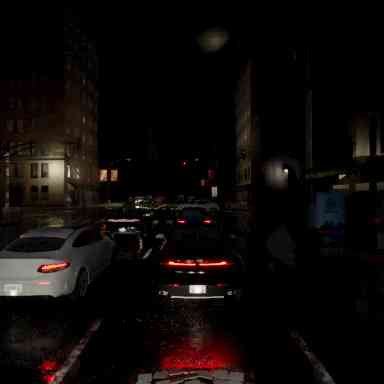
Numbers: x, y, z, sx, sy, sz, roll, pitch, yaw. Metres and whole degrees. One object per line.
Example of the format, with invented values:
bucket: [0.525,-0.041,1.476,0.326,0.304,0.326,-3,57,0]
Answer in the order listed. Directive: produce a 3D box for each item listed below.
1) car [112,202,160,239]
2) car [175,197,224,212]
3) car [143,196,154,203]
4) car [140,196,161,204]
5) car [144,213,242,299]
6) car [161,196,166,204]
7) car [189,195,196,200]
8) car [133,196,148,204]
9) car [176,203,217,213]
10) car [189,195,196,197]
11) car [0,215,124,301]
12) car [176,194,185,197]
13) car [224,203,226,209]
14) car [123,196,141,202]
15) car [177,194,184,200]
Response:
car: [-3.134,1.499,17.446,2.128,1.511,4.902,0,0,0]
car: [0.640,1.554,35.080,4.674,1.442,1.812,1,-1,-24]
car: [-9.674,1.546,73.722,1.812,1.442,4.674,0,0,0]
car: [-6.535,1.526,52.922,1.837,1.490,4.892,0,0,0]
car: [0.101,1.508,8.431,1.837,1.490,4.892,0,0,0]
car: [-6.498,1.547,61.946,1.812,1.442,4.674,0,0,1]
car: [0.098,1.606,93.652,1.895,1.301,4.718,0,0,0]
car: [-9.732,1.513,63.508,2.128,1.511,4.902,0,0,1]
car: [0.100,1.533,17.548,1.812,1.442,4.674,0,0,0]
car: [0.088,1.543,71.838,2.128,1.511,4.902,0,0,0]
car: [-3.148,1.529,8.180,1.812,1.442,4.674,0,0,0]
car: [-3.164,1.536,82.792,2.128,1.511,4.902,0,0,0]
car: [1.718,1.623,40.127,4.674,1.442,1.812,0,-1,0]
car: [-9.780,1.526,53.379,1.837,1.490,4.892,0,0,0]
car: [-3.153,1.321,93.211,1.882,1.535,5.008,0,0,0]
